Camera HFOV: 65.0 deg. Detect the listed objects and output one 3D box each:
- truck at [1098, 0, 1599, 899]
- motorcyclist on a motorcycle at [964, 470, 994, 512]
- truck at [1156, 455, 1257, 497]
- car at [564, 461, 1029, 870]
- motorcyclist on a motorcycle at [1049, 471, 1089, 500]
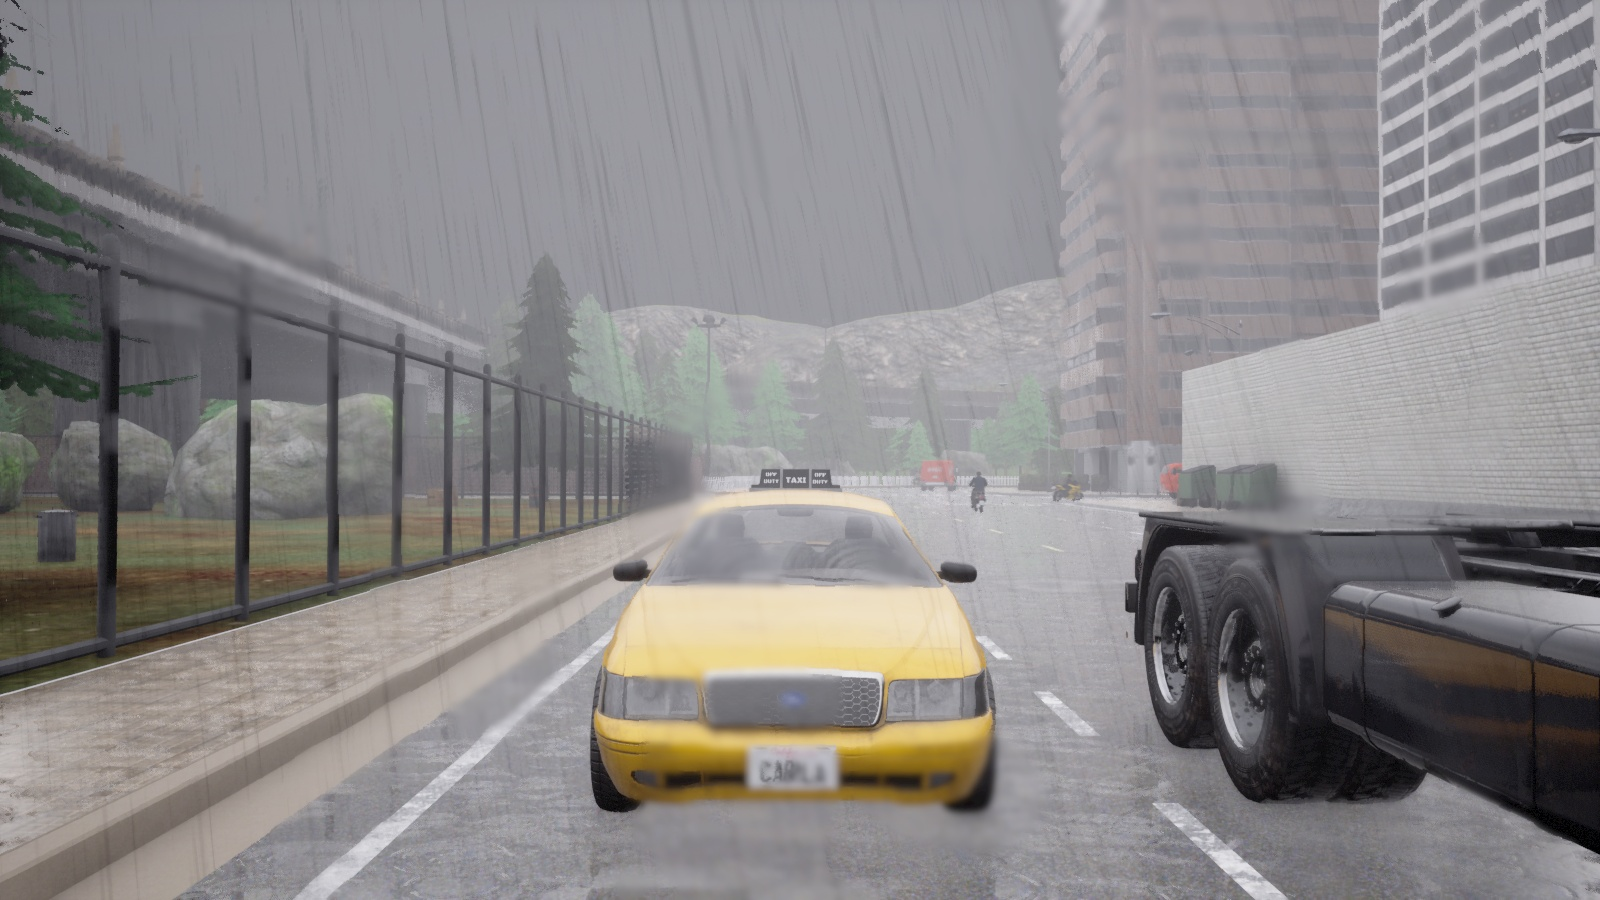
[{"bbox_3d":[3.483,-0.105,4.529,2.891,3.462,7.936,0,-1,0],"label":"truck"},{"bbox_3d":[6.861,1.549,48.285,0.866,1.590,1.817,0,-1,0],"label":"motorcyclist on a motorcycle"},{"bbox_3d":[24.399,1.552,75.578,5.204,2.467,2.627,0,-1,0],"label":"truck"},{"bbox_3d":[-0.022,0.880,7.560,1.801,1.575,5.366,0,-1,0],"label":"car"},{"bbox_3d":[14.532,1.929,67.811,2.044,1.523,0.797,0,1,-27],"label":"motorcyclist on a motorcycle"}]
